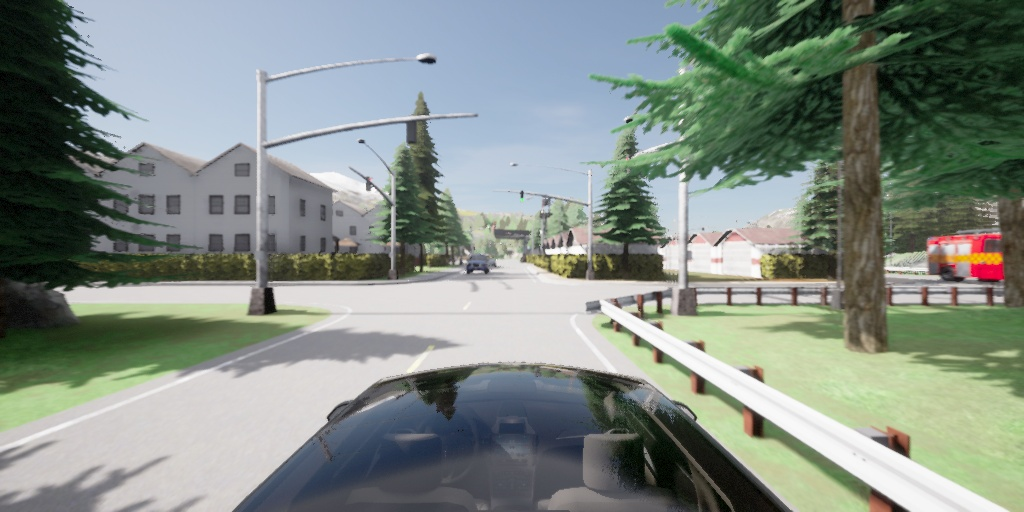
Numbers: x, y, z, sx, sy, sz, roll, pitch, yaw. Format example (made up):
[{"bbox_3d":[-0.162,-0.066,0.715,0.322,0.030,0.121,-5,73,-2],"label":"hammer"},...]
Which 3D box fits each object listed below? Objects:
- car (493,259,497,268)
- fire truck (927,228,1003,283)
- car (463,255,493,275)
[{"bbox_3d":[-3.510,1.129,58.909,1.812,1.442,4.674,0,0,0],"label":"car"},{"bbox_3d":[32.678,0.024,23.614,2.891,3.827,8.468,1,0,15],"label":"fire truck"},{"bbox_3d":[-3.586,0.878,38.552,2.150,2.045,5.566,0,0,0],"label":"car"}]
